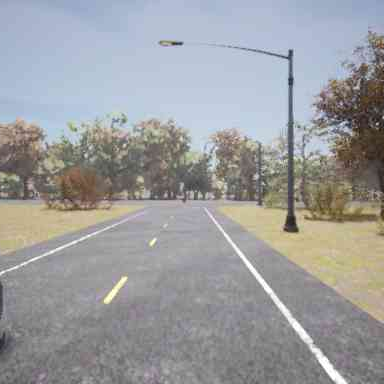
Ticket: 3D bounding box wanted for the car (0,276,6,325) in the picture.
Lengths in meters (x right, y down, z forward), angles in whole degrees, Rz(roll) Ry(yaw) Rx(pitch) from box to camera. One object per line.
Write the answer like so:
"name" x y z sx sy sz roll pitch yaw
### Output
"car" -3.600 1.491 2.799 2.128 1.511 4.902 0 0 0
